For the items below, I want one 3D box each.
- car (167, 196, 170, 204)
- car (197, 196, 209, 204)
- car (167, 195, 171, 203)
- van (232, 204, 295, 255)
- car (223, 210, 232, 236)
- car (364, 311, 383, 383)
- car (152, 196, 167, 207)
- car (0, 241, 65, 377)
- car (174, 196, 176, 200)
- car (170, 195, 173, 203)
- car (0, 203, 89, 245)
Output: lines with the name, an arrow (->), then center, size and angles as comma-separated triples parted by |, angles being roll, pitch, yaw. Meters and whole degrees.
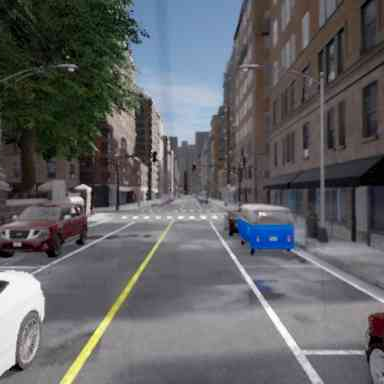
car -> -5.841, 1.868, 62.492 | 2.008, 1.369, 4.403 | 0, 0, 0
car -> 2.652, 1.797, 73.455 | 1.967, 1.590, 4.097 | 0, 0, 0
car -> -5.856, 1.890, 67.944 | 1.887, 1.381, 4.507 | 0, 0, 0
van -> 2.823, 1.407, 13.419 | 1.690, 1.788, 3.998 | 0, 0, 0
car -> 2.808, 1.660, 19.079 | 1.947, 1.339, 4.313 | 0, 0, 0
car -> 2.856, 1.551, 2.098 | 1.887, 1.381, 4.507 | 0, 0, 0
car -> -5.825, 1.815, 56.872 | 1.752, 1.417, 4.829 | 0, 0, 0
car -> -3.002, 1.550, 3.055 | 1.812, 1.442, 4.674 | 0, 0, 0
car -> -5.903, 1.986, 84.296 | 2.008, 1.369, 4.403 | 0, 0, 0
car -> -5.872, 1.919, 73.394 | 1.887, 1.381, 4.507 | 0, 0, 0
car -> -5.702, 1.399, 13.355 | 2.192, 1.841, 5.009 | 0, 0, 0
